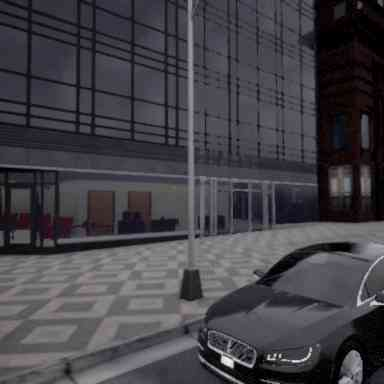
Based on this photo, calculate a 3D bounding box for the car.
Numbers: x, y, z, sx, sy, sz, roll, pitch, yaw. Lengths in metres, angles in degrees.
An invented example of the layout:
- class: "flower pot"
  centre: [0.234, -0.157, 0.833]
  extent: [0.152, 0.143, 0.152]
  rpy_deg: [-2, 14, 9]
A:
- class: "car"
  centre: [2.280, 1.606, 5.166]
  extent: [4.892, 1.490, 1.837]
  rpy_deg: [0, -2, -39]
